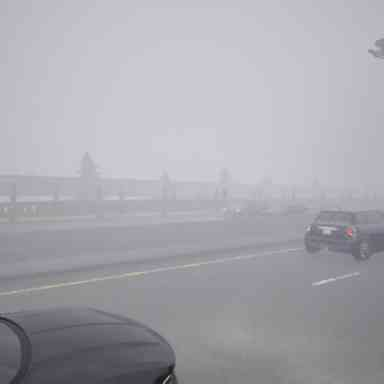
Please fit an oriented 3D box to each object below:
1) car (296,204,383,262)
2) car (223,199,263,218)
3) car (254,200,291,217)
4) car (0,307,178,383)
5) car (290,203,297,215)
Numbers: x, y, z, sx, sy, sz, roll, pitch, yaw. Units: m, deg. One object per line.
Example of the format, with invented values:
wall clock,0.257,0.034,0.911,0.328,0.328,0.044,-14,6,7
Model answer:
car,6.336,1.385,12.561,4.553,1.767,2.097,0,0,-35
car,4.875,1.405,28.953,4.553,1.767,2.097,0,0,-35
car,7.815,1.604,26.755,5.357,1.411,2.033,0,0,-35
car,-2.395,1.478,2.039,5.008,1.535,1.882,0,0,-35
car,9.382,1.580,23.556,4.674,1.442,1.812,0,0,-35
